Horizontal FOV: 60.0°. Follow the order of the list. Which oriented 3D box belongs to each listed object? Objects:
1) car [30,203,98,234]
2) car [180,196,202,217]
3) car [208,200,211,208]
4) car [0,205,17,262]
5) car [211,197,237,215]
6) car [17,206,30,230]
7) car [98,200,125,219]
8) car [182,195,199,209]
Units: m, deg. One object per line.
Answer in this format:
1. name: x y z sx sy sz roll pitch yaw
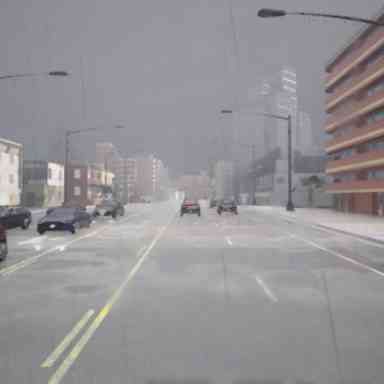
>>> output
1. car: -7.172 1.563 19.110 1.994 1.385 4.181 0 0 0
2. car: -0.127 1.455 31.067 2.128 1.511 4.902 0 0 0
3. car: 3.386 1.512 46.407 1.837 1.490 4.892 0 0 0
4. car: -7.132 1.375 9.127 2.097 1.767 4.553 0 0 0
5. car: 3.451 1.444 33.838 2.128 1.511 4.902 0 0 0
6. car: -10.670 1.496 18.390 2.128 1.511 4.902 0 0 0
7. car: -7.182 1.466 29.125 2.128 1.511 4.902 0 0 0
8. car: -0.163 1.335 44.208 2.097 1.767 4.553 0 -1 0
